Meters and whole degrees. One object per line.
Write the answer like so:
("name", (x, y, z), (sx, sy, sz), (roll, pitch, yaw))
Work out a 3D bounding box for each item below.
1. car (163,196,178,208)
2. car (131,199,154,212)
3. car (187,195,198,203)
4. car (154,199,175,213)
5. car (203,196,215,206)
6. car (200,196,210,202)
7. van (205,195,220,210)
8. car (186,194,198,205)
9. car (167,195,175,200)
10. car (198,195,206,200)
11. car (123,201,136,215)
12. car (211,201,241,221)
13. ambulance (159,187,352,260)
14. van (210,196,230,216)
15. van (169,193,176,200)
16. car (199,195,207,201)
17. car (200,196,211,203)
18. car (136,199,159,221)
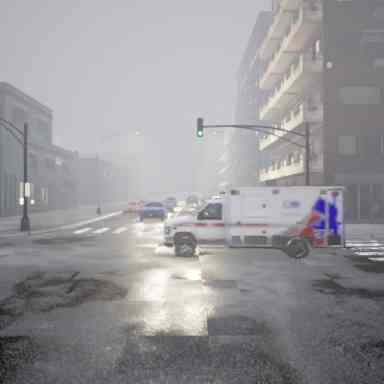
("car", (-3.044, 1.475, 48.424), (1.837, 1.490, 4.892), (0, 1, 1))
("car", (-5.660, 1.527, 38.609), (1.887, 1.381, 4.507), (1, 0, 0))
("car", (0.031, 1.442, 67.389), (2.128, 1.511, 4.902), (0, 0, 0))
("car", (-3.067, 1.547, 37.425), (1.994, 1.385, 4.181), (0, 0, 0))
("car", (2.729, 1.491, 55.553), (1.752, 1.417, 4.829), (1, 0, 0))
("car", (2.737, 1.509, 72.126), (1.947, 1.339, 4.313), (1, 0, 0))
("van", (2.726, 1.319, 44.222), (1.690, 1.788, 3.998), (1, 0, 0))
("car", (0.028, 1.316, 57.352), (2.097, 1.767, 4.553), (0, 0, 0))
("car", (-5.635, 1.479, 88.831), (1.947, 1.339, 4.313), (1, 0, 0))
("car", (2.748, 1.454, 94.449), (2.008, 1.369, 4.403), (1, 0, 0))
("car", (-5.663, 1.568, 33.028), (1.802, 1.307, 4.206), (1, 0, 0))
("car", (2.715, 1.541, 27.480), (2.008, 1.369, 4.403), (1, 0, 0))
("ambulance", (2.187, 1.034, 12.151), (6.366, 2.431, 2.351), (0, 0, 1))
("van", (2.721, 1.327, 33.059), (1.690, 1.788, 3.998), (1, 0, 0))
("van", (-5.629, 1.244, 94.411), (1.690, 1.788, 3.998), (1, 0, 0))
("car", (2.743, 1.468, 83.288), (1.887, 1.381, 4.507), (1, 0, 0))
("car", (2.734, 1.517, 66.545), (1.947, 1.339, 4.313), (1, 0, 0))
("car", (-3.078, 1.468, 27.453), (1.882, 1.535, 5.008), (0, 0, 0))
